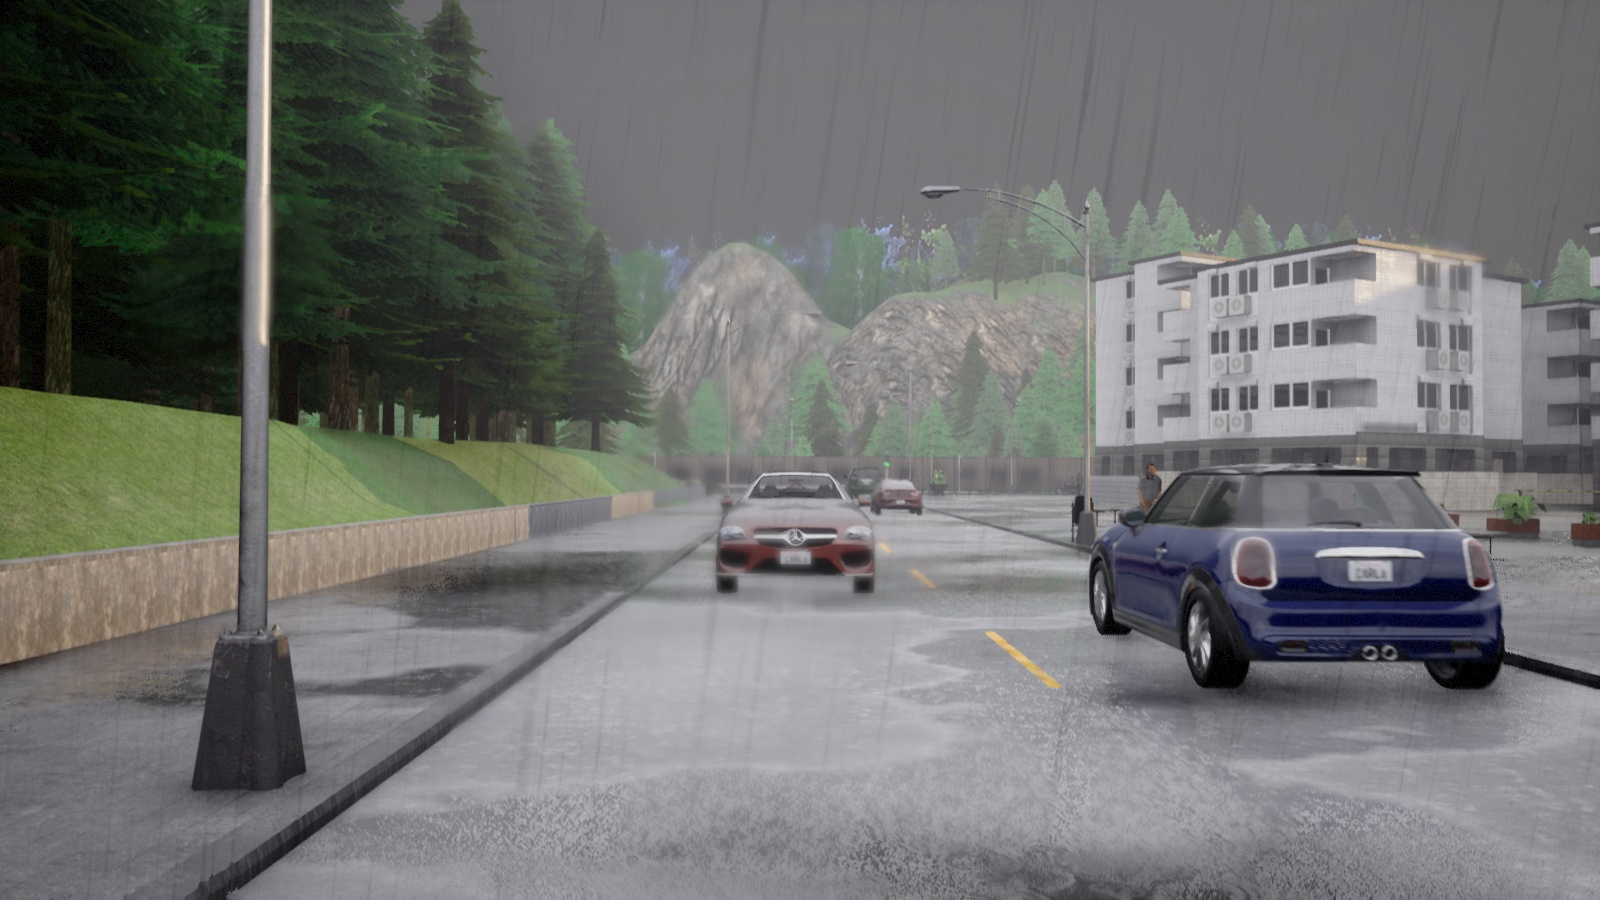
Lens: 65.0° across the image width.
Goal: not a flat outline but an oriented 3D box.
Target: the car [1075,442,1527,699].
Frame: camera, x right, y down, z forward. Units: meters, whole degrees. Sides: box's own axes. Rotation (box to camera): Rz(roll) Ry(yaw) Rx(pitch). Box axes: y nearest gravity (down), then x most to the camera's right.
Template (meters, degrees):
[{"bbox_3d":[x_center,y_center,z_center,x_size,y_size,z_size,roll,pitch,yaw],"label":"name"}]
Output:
[{"bbox_3d":[3.967,0.877,10.970,2.097,1.767,4.553,0,-1,0],"label":"car"}]

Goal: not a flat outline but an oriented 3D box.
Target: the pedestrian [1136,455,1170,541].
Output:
[{"bbox_3d":[7.725,1.037,27.480,0.540,1.848,0.694,0,-1,1],"label":"pedestrian"}]

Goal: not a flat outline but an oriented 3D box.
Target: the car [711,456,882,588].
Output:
[{"bbox_3d":[-0.054,0.959,18.398,2.152,1.651,5.027,0,-1,0],"label":"car"}]

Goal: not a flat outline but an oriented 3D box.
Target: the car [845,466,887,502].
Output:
[{"bbox_3d":[3.792,1.957,73.201,2.150,2.045,5.566,0,-1,0],"label":"car"}]

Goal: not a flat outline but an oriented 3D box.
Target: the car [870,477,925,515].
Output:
[{"bbox_3d":[3.858,1.816,50.325,1.812,1.442,4.674,0,-1,0],"label":"car"}]
